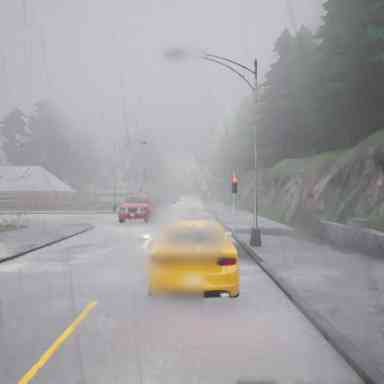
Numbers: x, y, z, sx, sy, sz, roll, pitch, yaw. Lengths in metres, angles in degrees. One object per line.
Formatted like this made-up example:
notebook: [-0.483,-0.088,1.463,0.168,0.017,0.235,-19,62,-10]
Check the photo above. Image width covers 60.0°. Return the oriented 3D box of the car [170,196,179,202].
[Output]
car: [-3.970,1.542,76.440,1.994,1.385,4.181,0,0,0]

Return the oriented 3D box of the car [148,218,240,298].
car: [0.056,1.478,8.569,1.882,1.535,5.008,0,0,1]

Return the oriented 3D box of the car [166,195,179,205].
car: [-4.044,1.350,60.741,2.097,1.767,4.553,0,0,0]

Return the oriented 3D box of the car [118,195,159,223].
car: [-4.090,1.222,25.581,2.150,2.045,5.566,0,0,0]

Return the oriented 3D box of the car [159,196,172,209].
car: [-4.082,1.564,43.866,1.994,1.385,4.181,0,0,0]
